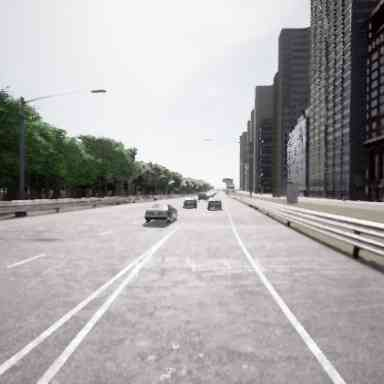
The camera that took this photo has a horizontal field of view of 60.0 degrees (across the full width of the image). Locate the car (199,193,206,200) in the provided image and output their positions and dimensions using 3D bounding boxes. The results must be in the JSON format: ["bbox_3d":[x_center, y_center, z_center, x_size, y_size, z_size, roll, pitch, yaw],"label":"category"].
[{"bbox_3d":[2.567,1.309,81.672,2.150,2.045,5.566,0,0,5],"label":"car"}]

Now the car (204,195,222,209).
[{"bbox_3d":[3.110,1.534,45.493,2.128,1.511,4.902,0,0,5],"label":"car"}]

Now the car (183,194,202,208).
[{"bbox_3d":[-0.182,1.508,49.207,2.128,1.511,4.902,0,0,5],"label":"car"}]

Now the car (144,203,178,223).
[{"bbox_3d":[-2.274,1.539,25.295,2.033,1.411,5.357,0,0,5],"label":"car"}]
